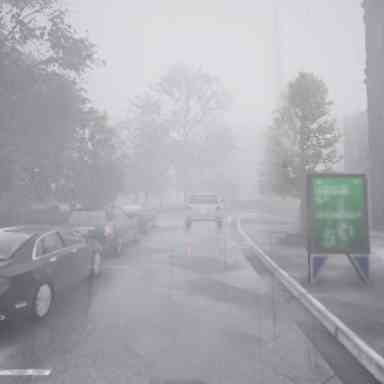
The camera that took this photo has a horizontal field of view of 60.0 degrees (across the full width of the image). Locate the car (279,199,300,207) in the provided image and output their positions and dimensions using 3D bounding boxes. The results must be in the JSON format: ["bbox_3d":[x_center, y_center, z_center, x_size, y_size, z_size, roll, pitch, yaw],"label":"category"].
[{"bbox_3d":[14.472,1.671,53.118,5.008,1.535,2.097,0,-3,-40],"label":"car"}]

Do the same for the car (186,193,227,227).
[{"bbox_3d":[0.940,1.065,21.458,2.150,2.045,5.566,-1,1,7],"label":"car"}]

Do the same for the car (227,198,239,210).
[{"bbox_3d":[3.398,1.436,40.125,2.231,1.521,4.892,-2,-1,29],"label":"car"}]

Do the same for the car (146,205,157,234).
[{"bbox_3d":[-3.167,1.385,18.573,2.097,1.535,5.008,0,0,2],"label":"car"}]

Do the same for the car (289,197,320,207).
[{"bbox_3d":[19.122,1.719,56.482,4.892,1.521,2.231,1,-4,-32],"label":"car"}]

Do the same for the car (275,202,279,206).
[{"bbox_3d":[10.362,1.578,49.321,2.231,1.521,4.892,-4,-3,42],"label":"car"}]

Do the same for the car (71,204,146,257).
[{"bbox_3d":[-3.406,1.292,12.871,2.185,1.767,4.553,-1,1,2],"label":"car"}]

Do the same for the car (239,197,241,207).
[{"bbox_3d":[6.835,1.492,44.872,2.097,1.535,5.008,-3,-3,36],"label":"car"}]

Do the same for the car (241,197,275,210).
[{"bbox_3d":[8.063,1.343,40.369,1.837,1.490,4.892,-3,-2,32],"label":"car"}]

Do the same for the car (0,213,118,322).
[{"bbox_3d":[-3.406,1.453,7.162,2.231,1.521,4.892,0,0,2],"label":"car"}]
